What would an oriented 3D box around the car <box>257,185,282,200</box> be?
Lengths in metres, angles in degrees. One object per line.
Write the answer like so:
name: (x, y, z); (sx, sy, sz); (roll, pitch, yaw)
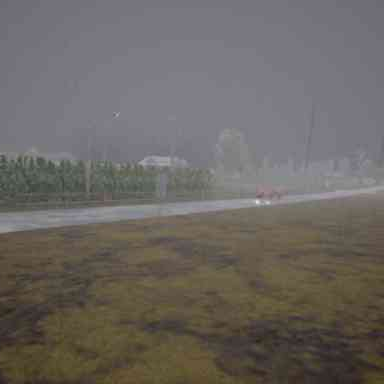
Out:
car: (11.985, 0.047, 51.293); (2.150, 2.045, 5.566); (5, 4, 36)
